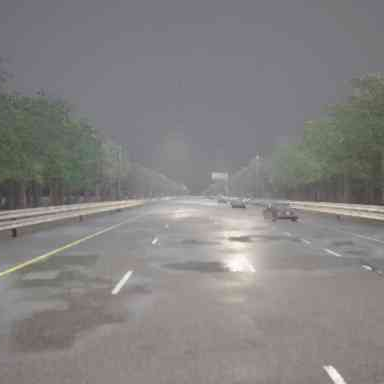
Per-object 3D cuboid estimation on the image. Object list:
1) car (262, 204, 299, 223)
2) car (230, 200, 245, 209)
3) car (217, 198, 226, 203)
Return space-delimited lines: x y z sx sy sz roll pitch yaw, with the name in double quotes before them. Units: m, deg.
"car" 7.046 1.655 26.911 2.033 1.411 5.357 0 0 0
"car" 7.168 1.889 52.850 1.994 1.385 4.181 0 -1 0
"car" 7.402 2.123 83.326 1.812 1.442 4.674 0 -1 1
